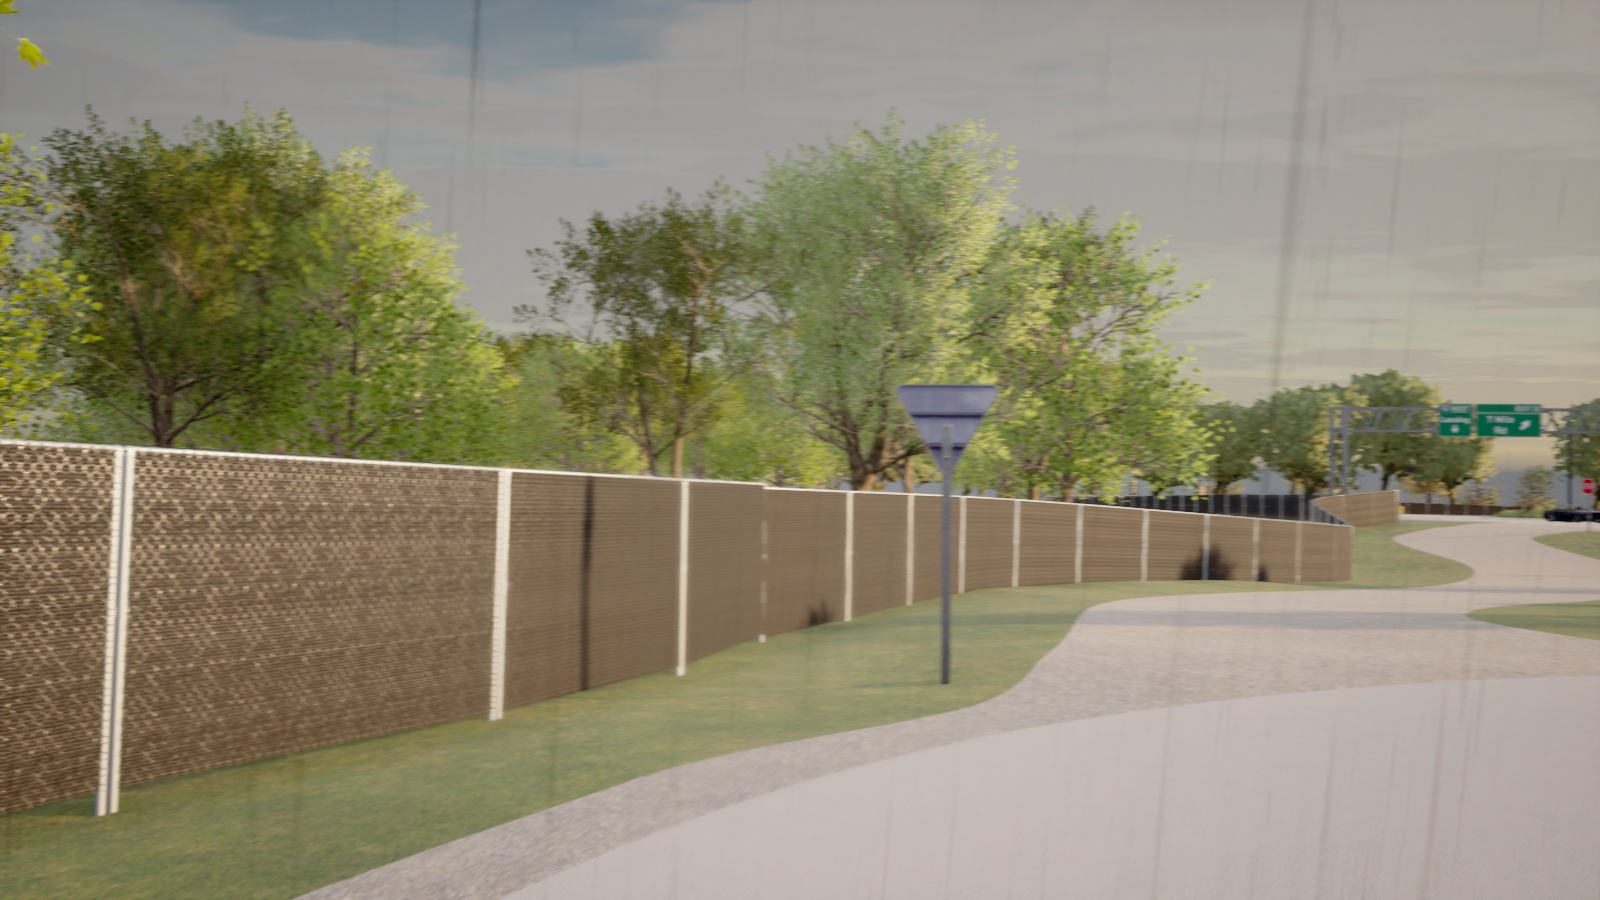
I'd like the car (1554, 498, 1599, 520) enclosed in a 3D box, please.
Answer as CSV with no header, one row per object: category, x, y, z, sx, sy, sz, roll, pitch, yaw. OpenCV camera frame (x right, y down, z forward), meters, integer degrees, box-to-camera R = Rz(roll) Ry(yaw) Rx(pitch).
car,50.190,3.735,79.800,1.895,1.301,4.718,0,-2,3
